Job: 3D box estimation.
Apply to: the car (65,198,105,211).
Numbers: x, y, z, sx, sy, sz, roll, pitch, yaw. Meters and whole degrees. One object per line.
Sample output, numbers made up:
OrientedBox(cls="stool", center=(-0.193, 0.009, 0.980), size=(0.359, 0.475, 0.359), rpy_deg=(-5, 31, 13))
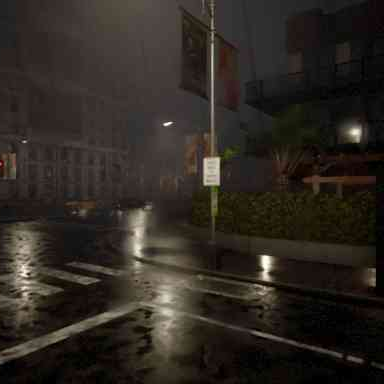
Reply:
OrientedBox(cls="car", center=(-13.079, 1.472, 40.903), size=(1.882, 1.535, 5.008), rpy_deg=(0, 0, 35))

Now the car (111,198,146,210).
OrientedBox(cls="car", center=(-7.990, 1.499, 42.035), size=(1.837, 1.490, 4.892), rpy_deg=(0, 0, 35))
